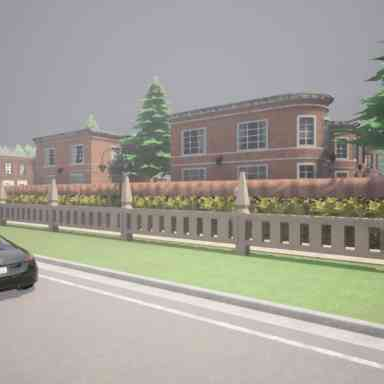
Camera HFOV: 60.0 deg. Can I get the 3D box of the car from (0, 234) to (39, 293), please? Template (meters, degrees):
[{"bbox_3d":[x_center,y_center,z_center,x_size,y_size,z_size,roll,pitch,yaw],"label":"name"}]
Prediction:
[{"bbox_3d":[-5.506,1.564,7.877,4.181,1.385,1.994,0,0,36],"label":"car"}]
